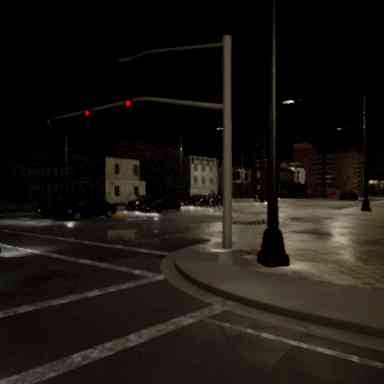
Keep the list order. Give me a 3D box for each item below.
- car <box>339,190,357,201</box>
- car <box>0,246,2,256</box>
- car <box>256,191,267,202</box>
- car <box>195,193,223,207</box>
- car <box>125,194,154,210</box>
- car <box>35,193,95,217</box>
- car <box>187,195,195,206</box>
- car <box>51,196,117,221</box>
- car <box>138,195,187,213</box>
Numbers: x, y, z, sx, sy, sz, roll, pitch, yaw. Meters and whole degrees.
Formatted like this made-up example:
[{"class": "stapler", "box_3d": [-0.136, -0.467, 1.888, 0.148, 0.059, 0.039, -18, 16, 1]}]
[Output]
[{"class": "car", "box_3d": [26.393, 0.547, 56.113, 2.097, 1.767, 4.553, 0, 0, 37]}, {"class": "car", "box_3d": [-6.883, 1.508, 8.724, 1.812, 1.442, 4.674, -1, 0, -7]}, {"class": "car", "box_3d": [12.294, 0.686, 54.916, 2.097, 1.767, 4.553, 0, 1, 37]}, {"class": "car", "box_3d": [2.858, 0.958, 42.381, 2.097, 1.767, 4.553, 0, 1, 37]}, {"class": "car", "box_3d": [-5.292, 1.124, 37.297, 2.097, 1.767, 4.553, 0, 1, 37]}, {"class": "car", "box_3d": [-10.975, 1.136, 29.680, 2.150, 2.045, 5.566, 0, 1, 36]}, {"class": "car", "box_3d": [0.695, 1.098, 45.335, 1.837, 1.490, 4.892, 0, 1, 37]}, {"class": "car", "box_3d": [-8.470, 1.388, 27.169, 1.882, 1.535, 5.008, 0, 1, 37]}, {"class": "car", "box_3d": [-2.981, 1.304, 34.553, 1.812, 1.442, 4.674, 0, 1, 37]}]
